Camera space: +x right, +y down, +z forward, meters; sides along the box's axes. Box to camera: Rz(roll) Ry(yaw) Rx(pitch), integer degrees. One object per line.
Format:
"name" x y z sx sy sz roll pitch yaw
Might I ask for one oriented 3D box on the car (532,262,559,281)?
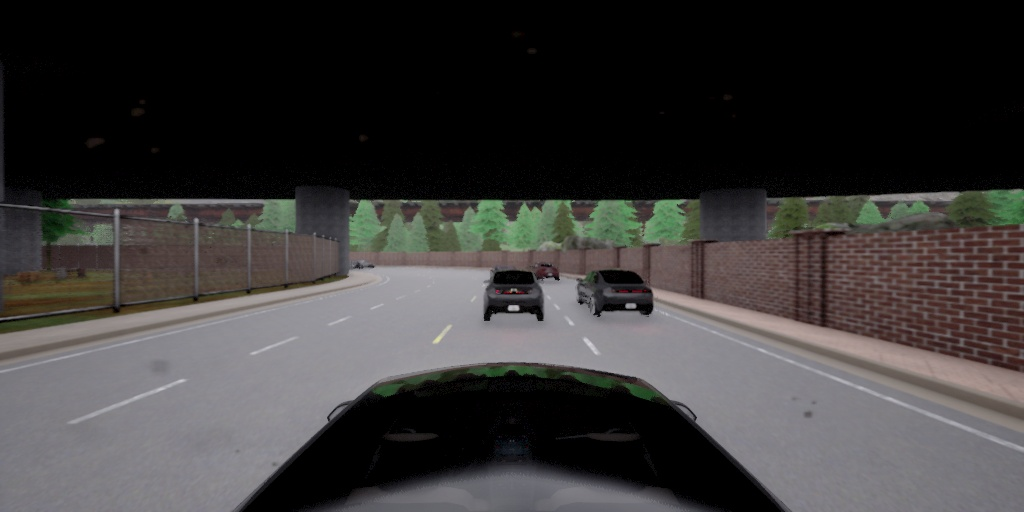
"car" 2.440 1.210 28.982 1.812 1.442 4.674 0 0 -10

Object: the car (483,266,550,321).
"car" 0.062 1.226 12.335 1.837 1.490 4.892 0 -1 0

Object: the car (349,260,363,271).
"car" -22.220 1.131 46.389 4.902 1.511 2.128 0 0 27

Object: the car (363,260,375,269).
"car" -20.999 1.195 49.633 4.181 1.385 1.994 0 0 27

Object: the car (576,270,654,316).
"car" 3.566 1.229 13.138 1.837 1.490 4.892 0 1 0
